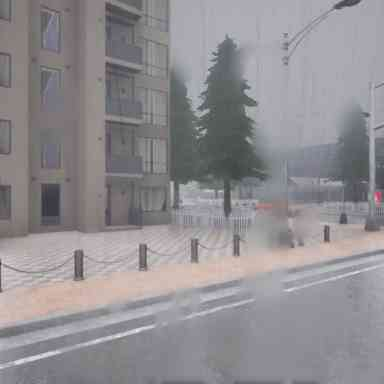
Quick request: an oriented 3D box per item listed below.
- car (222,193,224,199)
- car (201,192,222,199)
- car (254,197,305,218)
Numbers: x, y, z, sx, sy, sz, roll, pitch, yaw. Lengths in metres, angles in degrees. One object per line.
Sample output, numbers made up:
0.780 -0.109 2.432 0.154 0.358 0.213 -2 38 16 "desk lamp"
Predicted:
7.449 1.089 94.752 1.905 1.878 3.866 0 0 -37 "car"
5.363 1.109 92.687 1.932 1.855 4.605 0 0 -37 "car"
7.782 1.368 29.746 2.097 1.767 4.553 0 0 -37 "car"
